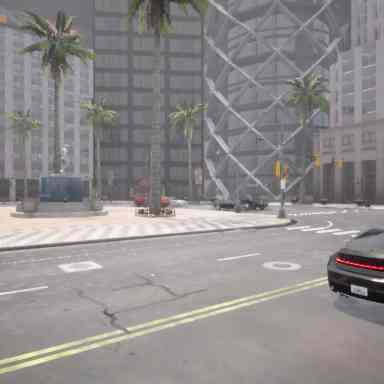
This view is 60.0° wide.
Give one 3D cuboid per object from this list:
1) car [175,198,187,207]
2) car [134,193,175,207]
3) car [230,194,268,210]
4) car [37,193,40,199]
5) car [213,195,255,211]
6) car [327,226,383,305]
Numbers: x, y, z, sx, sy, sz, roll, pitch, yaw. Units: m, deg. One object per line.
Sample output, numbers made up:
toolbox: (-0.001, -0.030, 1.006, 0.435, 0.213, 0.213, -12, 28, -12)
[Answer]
car: (-3.058, 1.526, 51.370, 4.674, 1.442, 1.812, 0, 0, 27)
car: (-5.886, 1.222, 49.013, 5.566, 2.045, 2.150, 0, 0, 24)
car: (7.121, 1.221, 43.111, 2.150, 2.045, 5.566, 0, 0, -41)
car: (-21.340, 1.207, 51.860, 5.566, 2.045, 2.150, 0, 0, -3)
car: (4.752, 1.492, 40.427, 2.128, 1.511, 4.902, 0, 0, -42)
car: (4.956, 1.505, 7.331, 4.892, 1.490, 1.837, 0, 0, -35)
